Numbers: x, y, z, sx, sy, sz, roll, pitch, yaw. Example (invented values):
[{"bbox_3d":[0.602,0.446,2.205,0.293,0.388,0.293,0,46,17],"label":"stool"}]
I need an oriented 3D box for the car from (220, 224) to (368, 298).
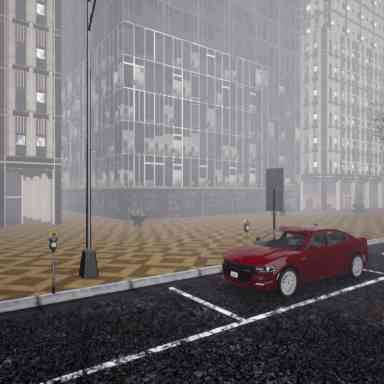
[{"bbox_3d":[2.743,1.545,8.529,4.507,1.381,1.887,0,0,-36],"label":"car"}]
